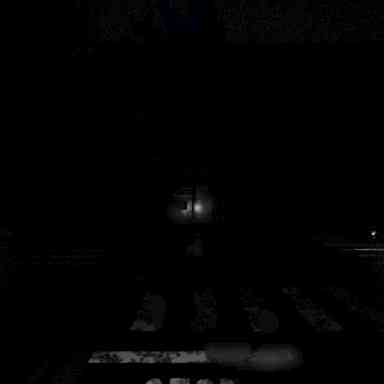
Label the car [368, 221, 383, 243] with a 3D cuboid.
[{"bbox_3d":[10.013,1.489,13.921,4.892,1.490,1.837,0,0,0],"label":"car"}]
